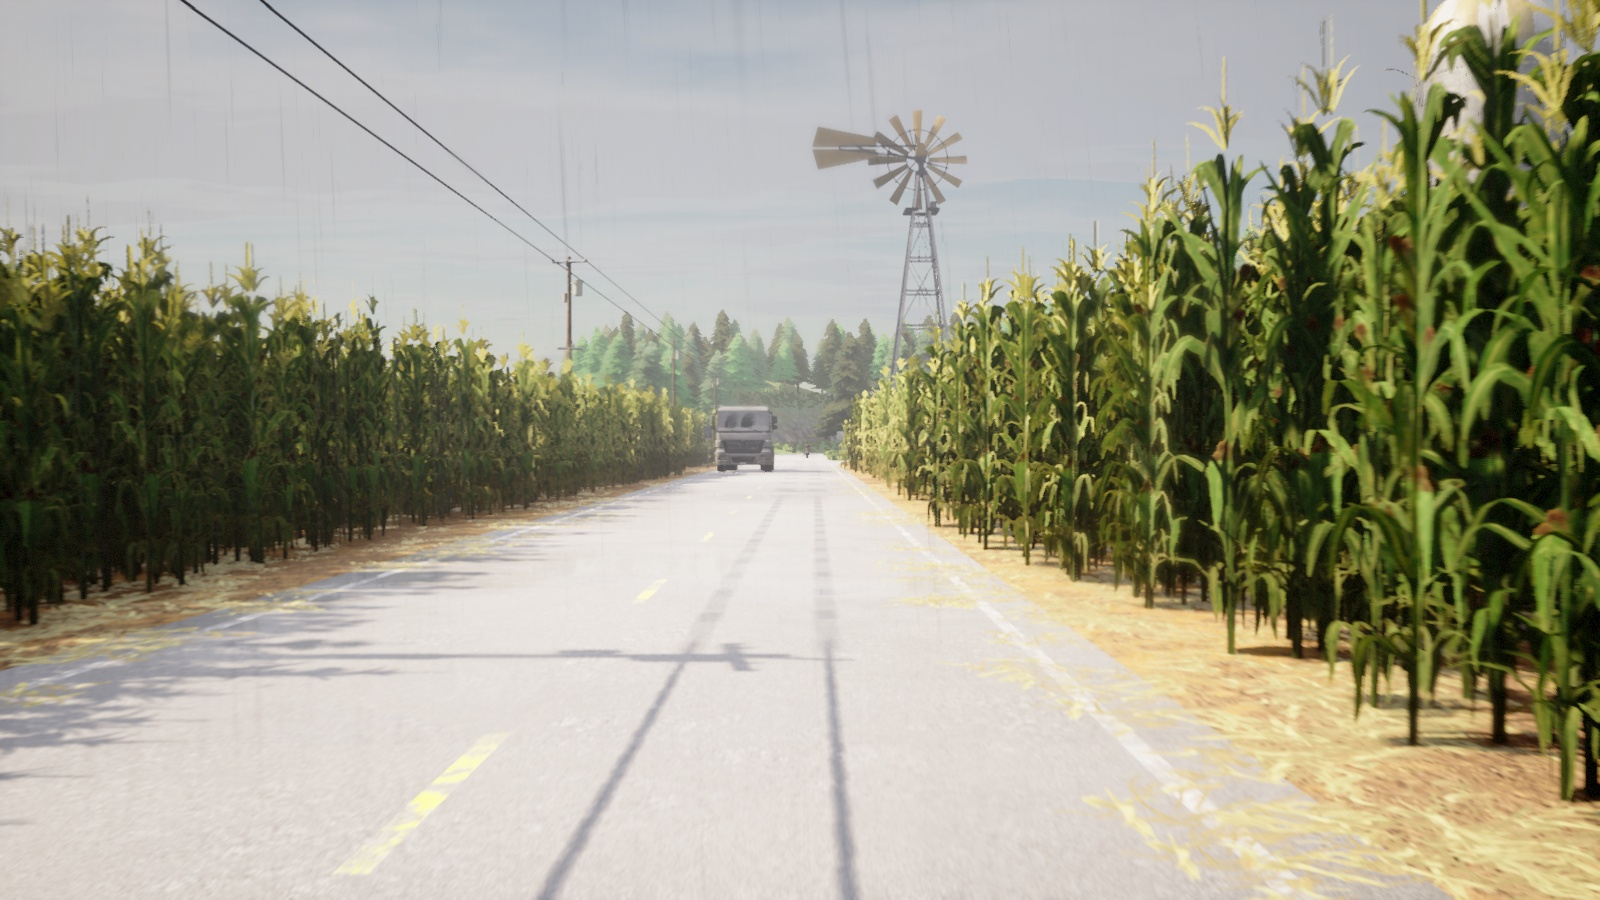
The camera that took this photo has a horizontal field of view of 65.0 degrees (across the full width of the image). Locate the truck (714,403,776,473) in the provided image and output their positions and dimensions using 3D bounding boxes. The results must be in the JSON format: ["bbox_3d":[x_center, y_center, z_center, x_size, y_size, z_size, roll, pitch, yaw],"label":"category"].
[{"bbox_3d":[-2.810,-0.611,66.258,2.891,3.462,7.936,0,0,0],"label":"truck"}]
